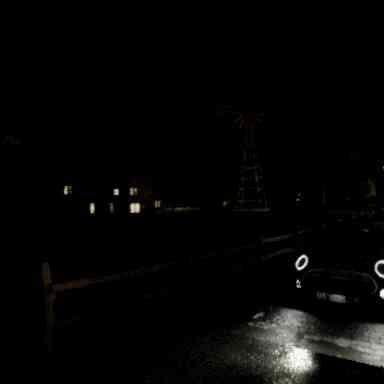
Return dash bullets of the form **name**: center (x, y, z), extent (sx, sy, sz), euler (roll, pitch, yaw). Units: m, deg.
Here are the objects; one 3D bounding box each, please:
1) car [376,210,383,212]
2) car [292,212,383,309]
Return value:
- **car**: center (9.945, 1.690, 16.677), extent (2.097, 1.767, 4.553), euler (-3, -2, 35)
- **car**: center (4.162, 1.552, 8.462), extent (2.097, 1.767, 4.553), euler (-3, -2, 35)
